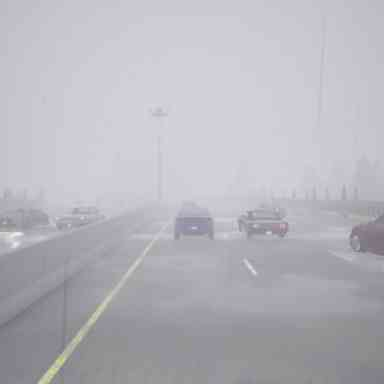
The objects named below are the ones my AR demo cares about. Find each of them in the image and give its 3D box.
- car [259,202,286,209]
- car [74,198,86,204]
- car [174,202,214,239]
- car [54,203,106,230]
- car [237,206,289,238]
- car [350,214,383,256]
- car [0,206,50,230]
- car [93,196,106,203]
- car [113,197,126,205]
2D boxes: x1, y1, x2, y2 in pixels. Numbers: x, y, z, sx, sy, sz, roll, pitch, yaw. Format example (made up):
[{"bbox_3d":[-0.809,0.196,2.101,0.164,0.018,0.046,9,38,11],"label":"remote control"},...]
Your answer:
[{"bbox_3d":[7.020,1.590,30.153,2.033,1.411,5.357,0,0,-1],"label":"car"},{"bbox_3d":[-20.776,1.765,61.571,1.994,1.385,4.181,0,0,-22],"label":"car"},{"bbox_3d":[0.099,1.494,17.623,1.882,1.535,5.008,0,0,0],"label":"car"},{"bbox_3d":[-7.116,1.625,21.499,1.895,1.301,4.718,0,0,0],"label":"car"},{"bbox_3d":[3.598,1.618,17.787,1.895,1.301,4.718,0,0,0],"label":"car"},{"bbox_3d":[7.099,1.361,10.899,2.097,1.767,4.553,0,0,0],"label":"car"},{"bbox_3d":[-10.629,1.586,20.874,1.994,1.385,4.181,0,0,0],"label":"car"},{"bbox_3d":[-17.497,1.561,62.830,2.097,1.767,4.553,0,0,-22],"label":"car"},{"bbox_3d":[-13.673,1.687,62.598,1.837,1.490,4.892,0,0,-20],"label":"car"}]
